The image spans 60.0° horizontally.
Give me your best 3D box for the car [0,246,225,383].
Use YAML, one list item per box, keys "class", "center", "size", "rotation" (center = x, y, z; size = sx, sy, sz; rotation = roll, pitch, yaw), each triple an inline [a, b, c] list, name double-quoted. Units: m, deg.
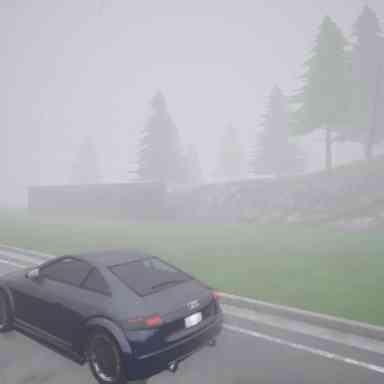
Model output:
- class: "car"
  center: [-1.564, 1.616, 5.468]
  size: [4.181, 1.385, 1.994]
  rotation: [-1, -1, 38]
